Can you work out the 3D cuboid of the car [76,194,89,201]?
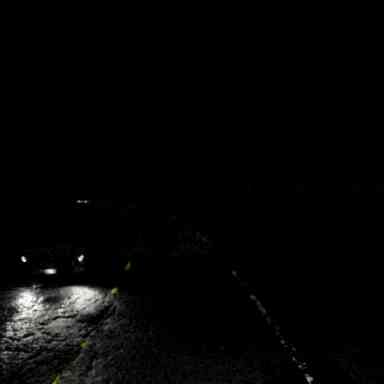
[{"bbox_3d":[-26.613,1.266,80.693,2.097,1.767,4.553,0,0,-34],"label":"car"}]

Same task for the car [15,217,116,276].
[{"bbox_3d":[-3.633,1.535,10.694,2.033,1.411,5.357,0,0,-5],"label":"car"}]
